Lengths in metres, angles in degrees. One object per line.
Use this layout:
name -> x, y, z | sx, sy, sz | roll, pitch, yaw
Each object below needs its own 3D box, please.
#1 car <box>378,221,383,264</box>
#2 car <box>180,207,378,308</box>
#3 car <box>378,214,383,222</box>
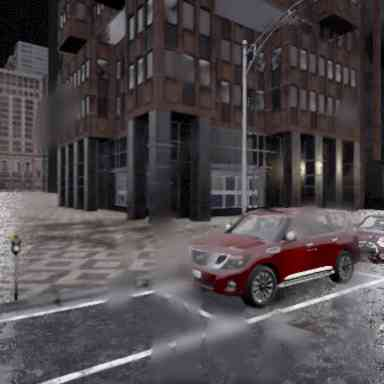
car -> 6.613, 1.512, 8.096 | 5.008, 1.535, 1.882 | 0, 0, -35
car -> 2.145, 1.339, 8.181 | 5.009, 1.841, 2.192 | 0, 0, -36
car -> 6.642, 1.480, 11.387 | 4.097, 1.590, 1.967 | 0, 0, -36
